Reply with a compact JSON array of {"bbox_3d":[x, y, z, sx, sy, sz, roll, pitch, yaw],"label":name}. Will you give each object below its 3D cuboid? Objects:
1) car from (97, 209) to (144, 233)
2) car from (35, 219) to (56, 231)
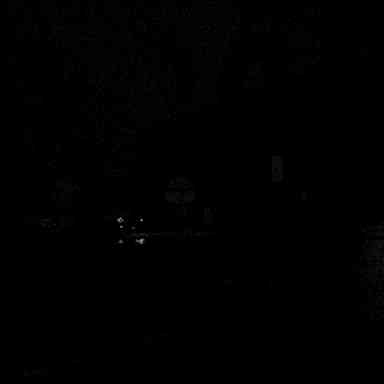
[{"bbox_3d":[-5.409,2.077,24.835,2.097,1.767,4.553,0,-4,-37],"label":"car"},{"bbox_3d":[-19.183,4.265,43.388,1.812,1.442,4.674,0,-5,-36],"label":"car"}]
